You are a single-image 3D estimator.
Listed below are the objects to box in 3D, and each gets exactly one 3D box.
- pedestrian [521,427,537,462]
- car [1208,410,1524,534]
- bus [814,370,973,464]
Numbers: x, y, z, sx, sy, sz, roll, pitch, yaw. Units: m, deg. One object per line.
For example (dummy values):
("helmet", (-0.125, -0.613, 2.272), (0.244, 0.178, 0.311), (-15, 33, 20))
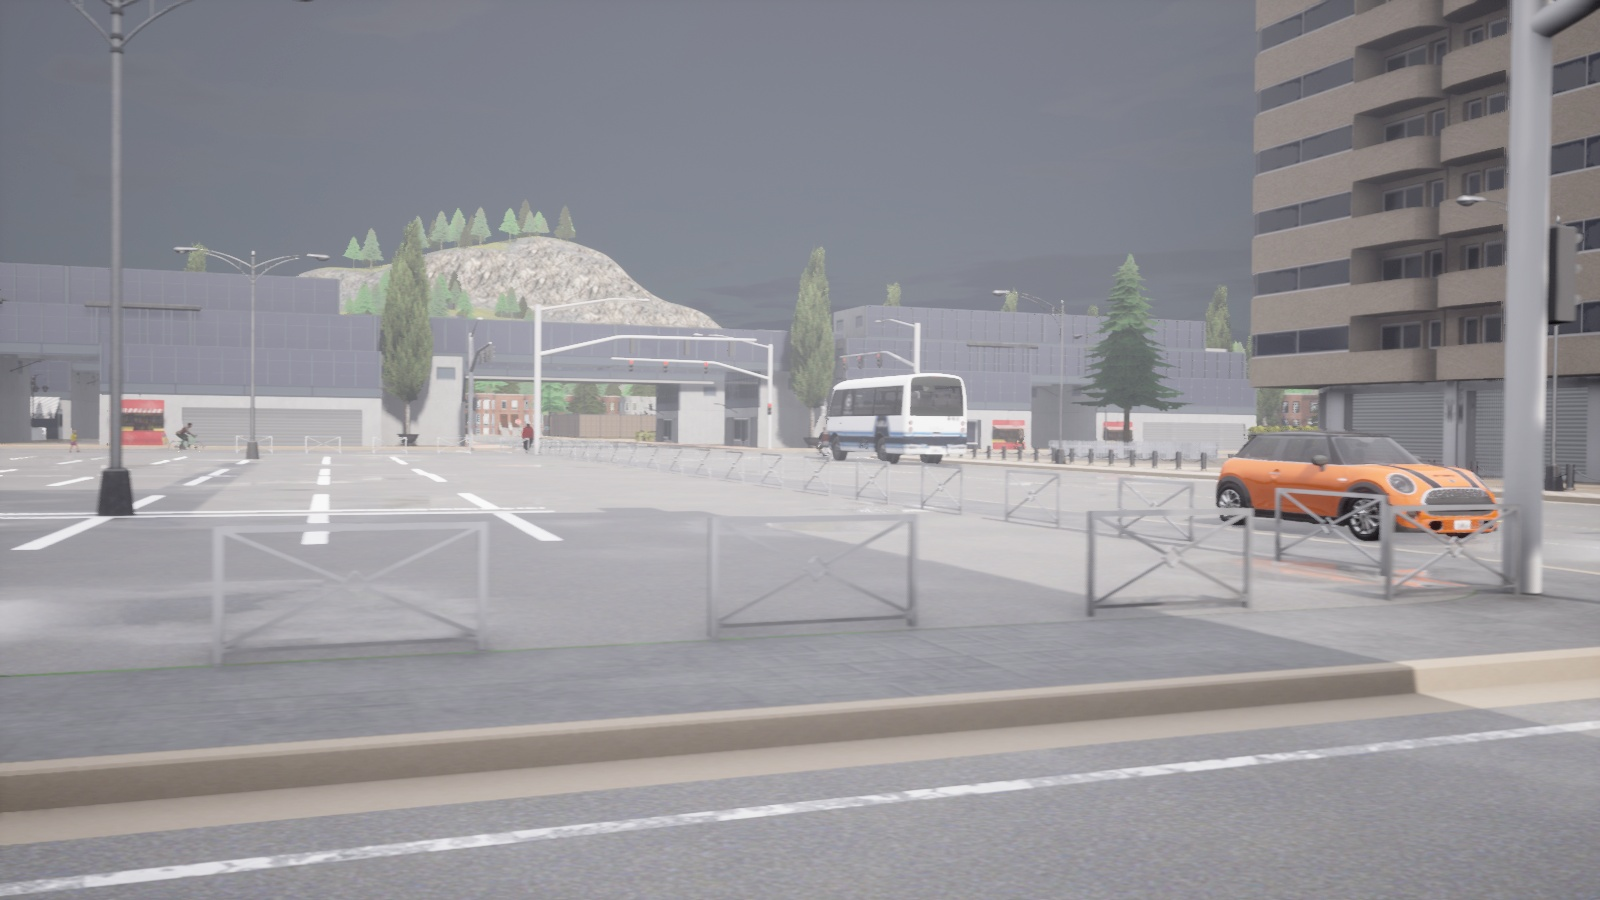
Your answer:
("pedestrian", (-14.746, -0.304, 68.299), (0.634, 1.844, 0.899), (-1, 1, -27))
("car", (9.038, 0.280, 20.525), (2.097, 1.767, 4.553), (-1, 1, -21))
("bus", (4.398, -1.589, 62.593), (3.944, 4.253, 10.273), (-1, 1, -21))
